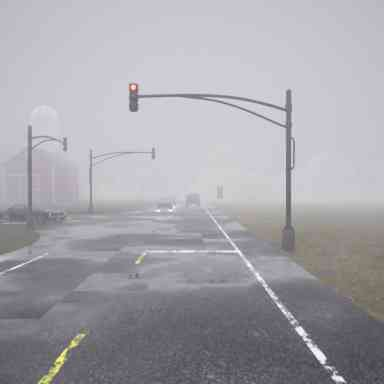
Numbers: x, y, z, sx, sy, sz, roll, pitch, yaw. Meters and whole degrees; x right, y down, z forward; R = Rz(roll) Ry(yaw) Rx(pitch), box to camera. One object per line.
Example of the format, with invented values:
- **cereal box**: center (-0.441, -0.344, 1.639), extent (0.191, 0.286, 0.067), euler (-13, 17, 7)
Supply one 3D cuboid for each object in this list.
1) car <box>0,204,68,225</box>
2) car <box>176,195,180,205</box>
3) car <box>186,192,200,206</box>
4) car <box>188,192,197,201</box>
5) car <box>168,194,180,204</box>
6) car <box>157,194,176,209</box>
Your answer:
- **car**: center (-11.072, 1.522, 23.060), extent (4.718, 1.301, 1.895), euler (1, 0, 18)
- **car**: center (-3.546, 1.515, 55.006), extent (1.994, 1.385, 4.181), euler (0, 0, 0)
- **car**: center (0.152, 1.175, 53.893), extent (2.150, 2.045, 5.566), euler (0, 0, 0)
- **car**: center (0.076, 1.115, 85.554), extent (2.150, 2.045, 5.566), euler (0, 0, 0)
- **car**: center (-3.486, 1.286, 65.031), extent (2.097, 1.767, 4.553), euler (0, 0, 1)
- **car**: center (-3.561, 1.443, 45.112), extent (1.882, 1.535, 5.008), euler (0, 0, 0)
